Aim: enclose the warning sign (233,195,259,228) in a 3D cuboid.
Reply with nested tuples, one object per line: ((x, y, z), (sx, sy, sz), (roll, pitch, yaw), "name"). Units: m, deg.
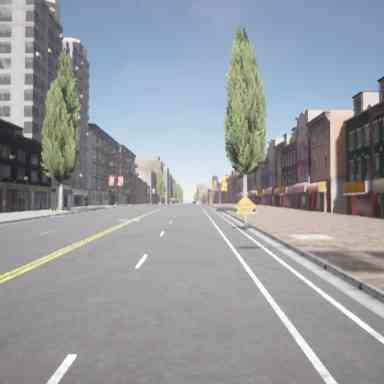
((3.200, 1.151, 19.850), (1.300, 1.860, 1.060), (-2, -2, 0), "warning sign")
